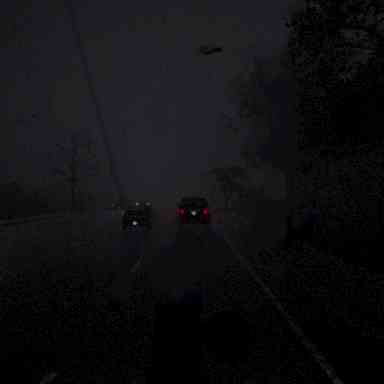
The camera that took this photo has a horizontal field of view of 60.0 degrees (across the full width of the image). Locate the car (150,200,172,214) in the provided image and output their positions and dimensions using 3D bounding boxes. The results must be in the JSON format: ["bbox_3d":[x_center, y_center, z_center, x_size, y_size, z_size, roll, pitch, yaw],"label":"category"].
[{"bbox_3d":[-3.397,1.841,39.562,2.033,1.411,5.357,0,0,0],"label":"car"}]

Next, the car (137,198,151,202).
[{"bbox_3d":[-6.997,1.723,49.290,2.097,1.767,4.553,0,-1,0],"label":"car"}]

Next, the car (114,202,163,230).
[{"bbox_3d":[-3.398,1.657,22.217,2.128,1.511,4.902,0,0,0],"label":"car"}]

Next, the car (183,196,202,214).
[{"bbox_3d":[0.101,1.524,41.071,2.150,2.045,5.566,0,-1,0],"label":"car"}]

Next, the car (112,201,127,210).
[{"bbox_3d":[-10.497,1.969,49.220,1.895,1.301,4.718,0,0,0],"label":"car"}]

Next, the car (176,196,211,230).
[{"bbox_3d":[0.100,1.391,22.771,2.150,2.045,5.566,0,0,0],"label":"car"}]
